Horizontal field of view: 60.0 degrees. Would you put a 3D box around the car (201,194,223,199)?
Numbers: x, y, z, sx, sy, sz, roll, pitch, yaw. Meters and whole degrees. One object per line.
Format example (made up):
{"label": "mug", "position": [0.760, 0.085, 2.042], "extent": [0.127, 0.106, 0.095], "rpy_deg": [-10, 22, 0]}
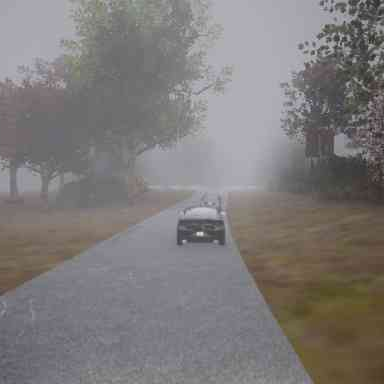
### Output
{"label": "car", "position": [1.712, 0.870, 29.371], "extent": [2.033, 1.411, 5.357], "rpy_deg": [0, 3, 6]}

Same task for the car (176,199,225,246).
{"label": "car", "position": [0.437, 1.304, 14.513], "extent": [1.882, 1.535, 5.008], "rpy_deg": [0, 1, 3]}
